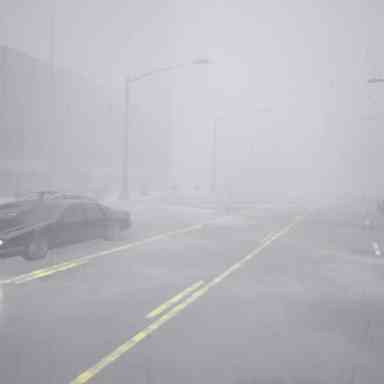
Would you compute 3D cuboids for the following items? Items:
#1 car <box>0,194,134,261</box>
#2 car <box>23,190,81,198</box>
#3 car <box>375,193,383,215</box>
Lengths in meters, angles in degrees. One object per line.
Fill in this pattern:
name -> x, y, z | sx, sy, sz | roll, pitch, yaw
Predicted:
car -> -4.000, 0.982, 10.343 | 2.033, 1.411, 5.357 | 3, 3, 26
car -> -6.057, 0.696, 14.122 | 2.128, 1.511, 4.902 | 3, 3, 26
car -> 14.056, 0.768, 23.179 | 1.837, 1.490, 4.892 | 3, 3, 26
